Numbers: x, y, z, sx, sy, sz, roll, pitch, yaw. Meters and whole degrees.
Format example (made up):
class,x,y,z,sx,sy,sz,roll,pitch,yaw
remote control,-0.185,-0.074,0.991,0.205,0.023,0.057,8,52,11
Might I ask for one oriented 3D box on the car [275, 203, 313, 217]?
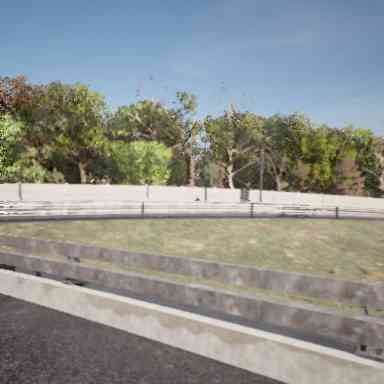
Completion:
class,x,y,z,sx,sy,sz,roll,pitch,yaw
car,12.161,2.086,39.583,4.902,1.511,2.128,3,-1,-22
